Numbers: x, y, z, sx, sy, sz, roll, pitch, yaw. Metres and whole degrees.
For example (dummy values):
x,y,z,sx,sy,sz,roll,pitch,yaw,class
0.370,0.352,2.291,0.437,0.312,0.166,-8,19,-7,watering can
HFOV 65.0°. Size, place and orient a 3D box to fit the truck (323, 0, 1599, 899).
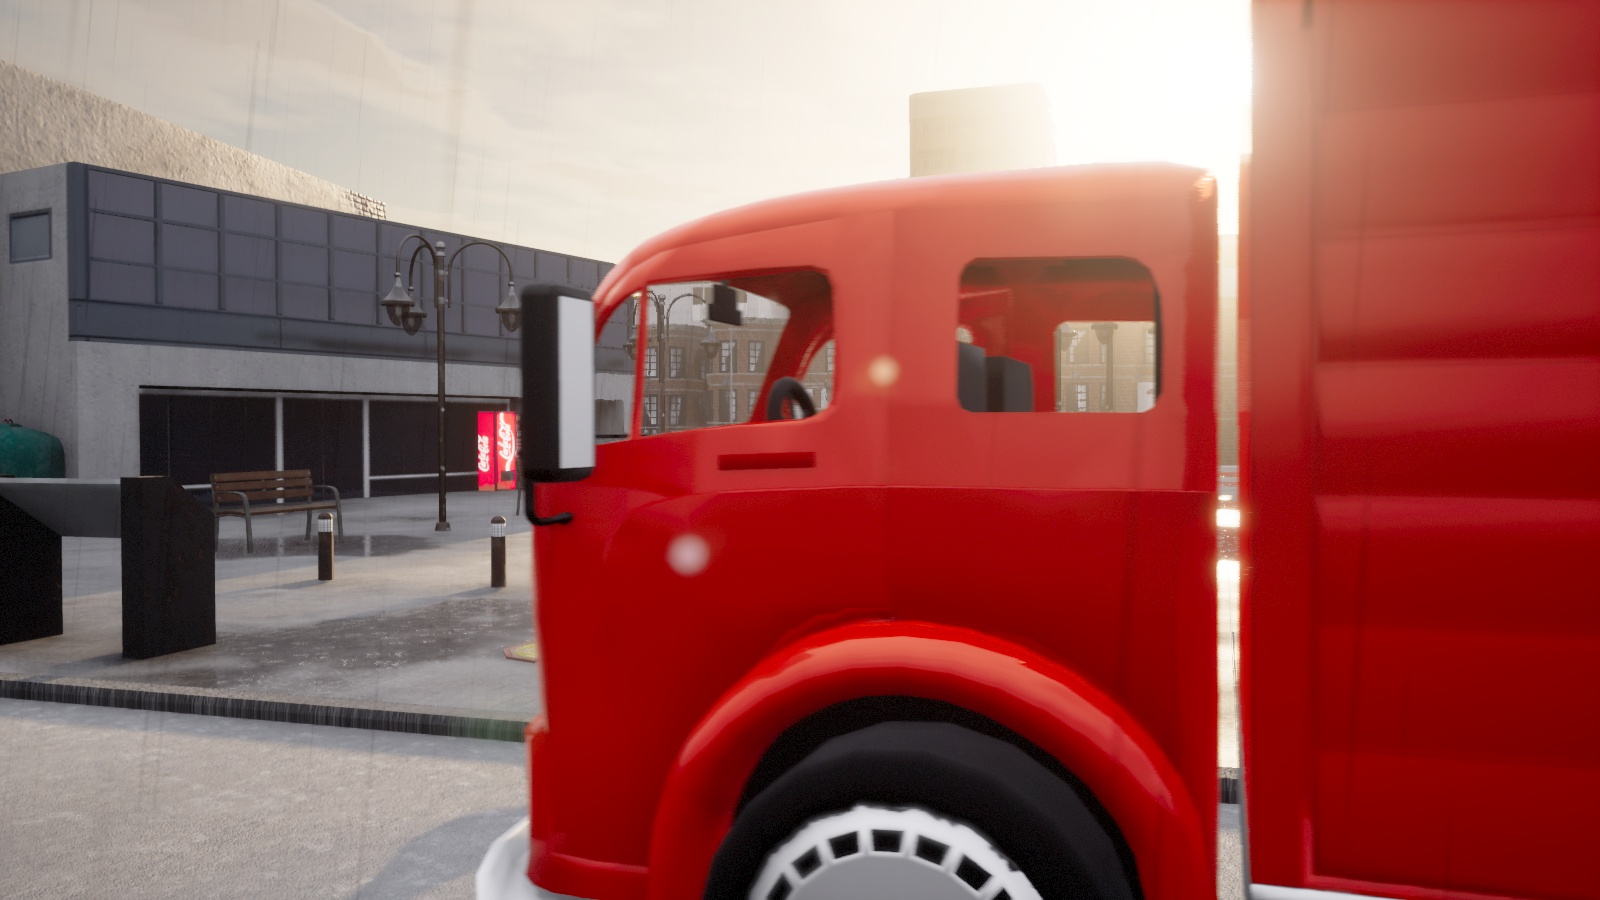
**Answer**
x,y,z,sx,sy,sz,roll,pitch,yaw,class
1.875,0.297,3.083,5.204,2.467,2.627,1,1,19,truck
